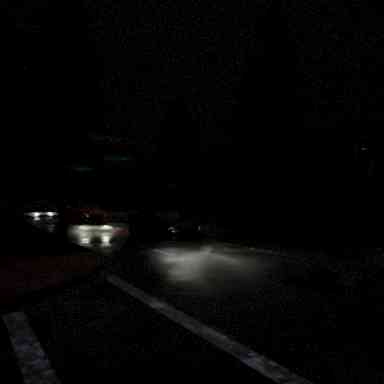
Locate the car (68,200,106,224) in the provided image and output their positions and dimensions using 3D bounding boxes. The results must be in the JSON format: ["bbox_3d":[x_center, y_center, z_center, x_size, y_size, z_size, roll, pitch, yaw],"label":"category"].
[{"bbox_3d":[-8.367,1.611,26.289,1.882,1.535,5.008,1,0,-35],"label":"car"}]

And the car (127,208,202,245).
[{"bbox_3d":[-1.490,1.587,16.530,1.882,1.535,5.008,1,-1,-35],"label":"car"}]

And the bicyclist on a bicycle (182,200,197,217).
[{"bbox_3d":[-0.200,1.543,30.296,1.656,1.620,0.582,1,0,-35],"label":"bicyclist on a bicycle"}]

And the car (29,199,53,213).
[{"bbox_3d":[-18.410,1.692,40.586,1.812,1.442,4.674,1,-1,-35],"label":"car"}]

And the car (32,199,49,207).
[{"bbox_3d":[-26.815,1.852,58.889,1.895,1.301,4.718,1,-1,-35],"label":"car"}]
